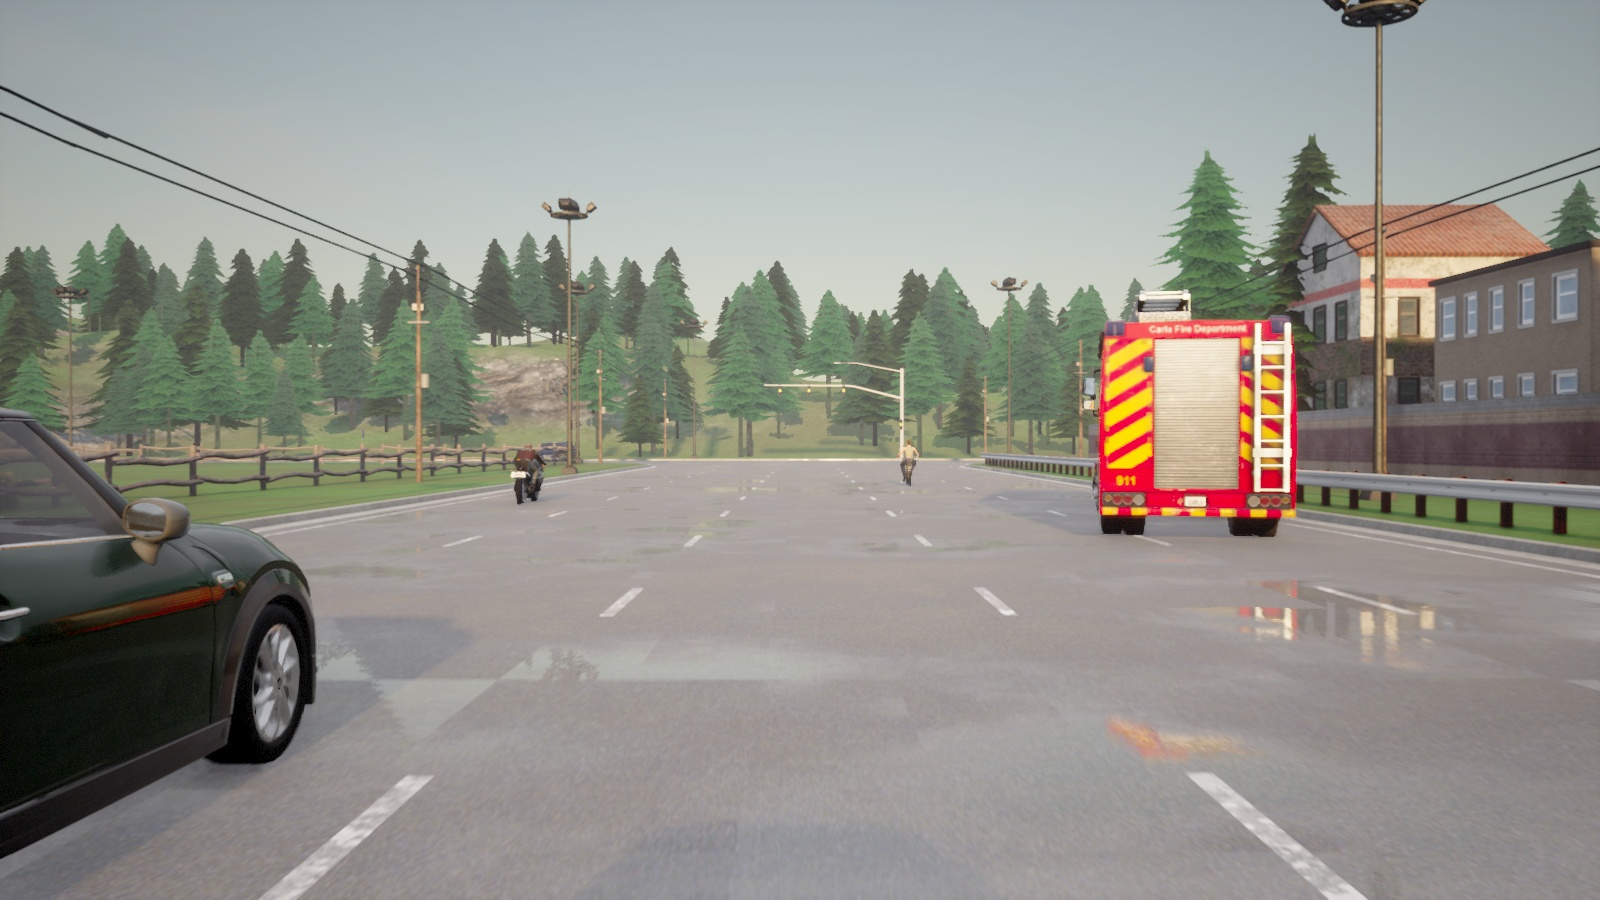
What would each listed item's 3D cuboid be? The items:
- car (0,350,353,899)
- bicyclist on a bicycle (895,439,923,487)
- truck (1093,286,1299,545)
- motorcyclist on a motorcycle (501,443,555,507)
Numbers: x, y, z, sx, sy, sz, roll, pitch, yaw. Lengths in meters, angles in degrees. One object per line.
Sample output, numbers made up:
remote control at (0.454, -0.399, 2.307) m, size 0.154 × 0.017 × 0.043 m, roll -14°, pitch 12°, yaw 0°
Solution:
car at (-3.459, 0.577, 4.466) m, size 2.097 × 1.767 × 4.553 m, roll 0°, pitch 0°, yaw 0°
bicyclist on a bicycle at (3.759, 0.441, 43.508) m, size 0.866 × 1.612 × 1.509 m, roll 0°, pitch 0°, yaw 1°
truck at (6.890, -0.542, 23.007) m, size 2.891 × 3.827 × 8.468 m, roll 0°, pitch 0°, yaw 13°
motorcyclist on a motorcycle at (-6.805, 0.598, 31.477) m, size 0.866 × 1.530 × 2.191 m, roll 0°, pitch 0°, yaw 0°
